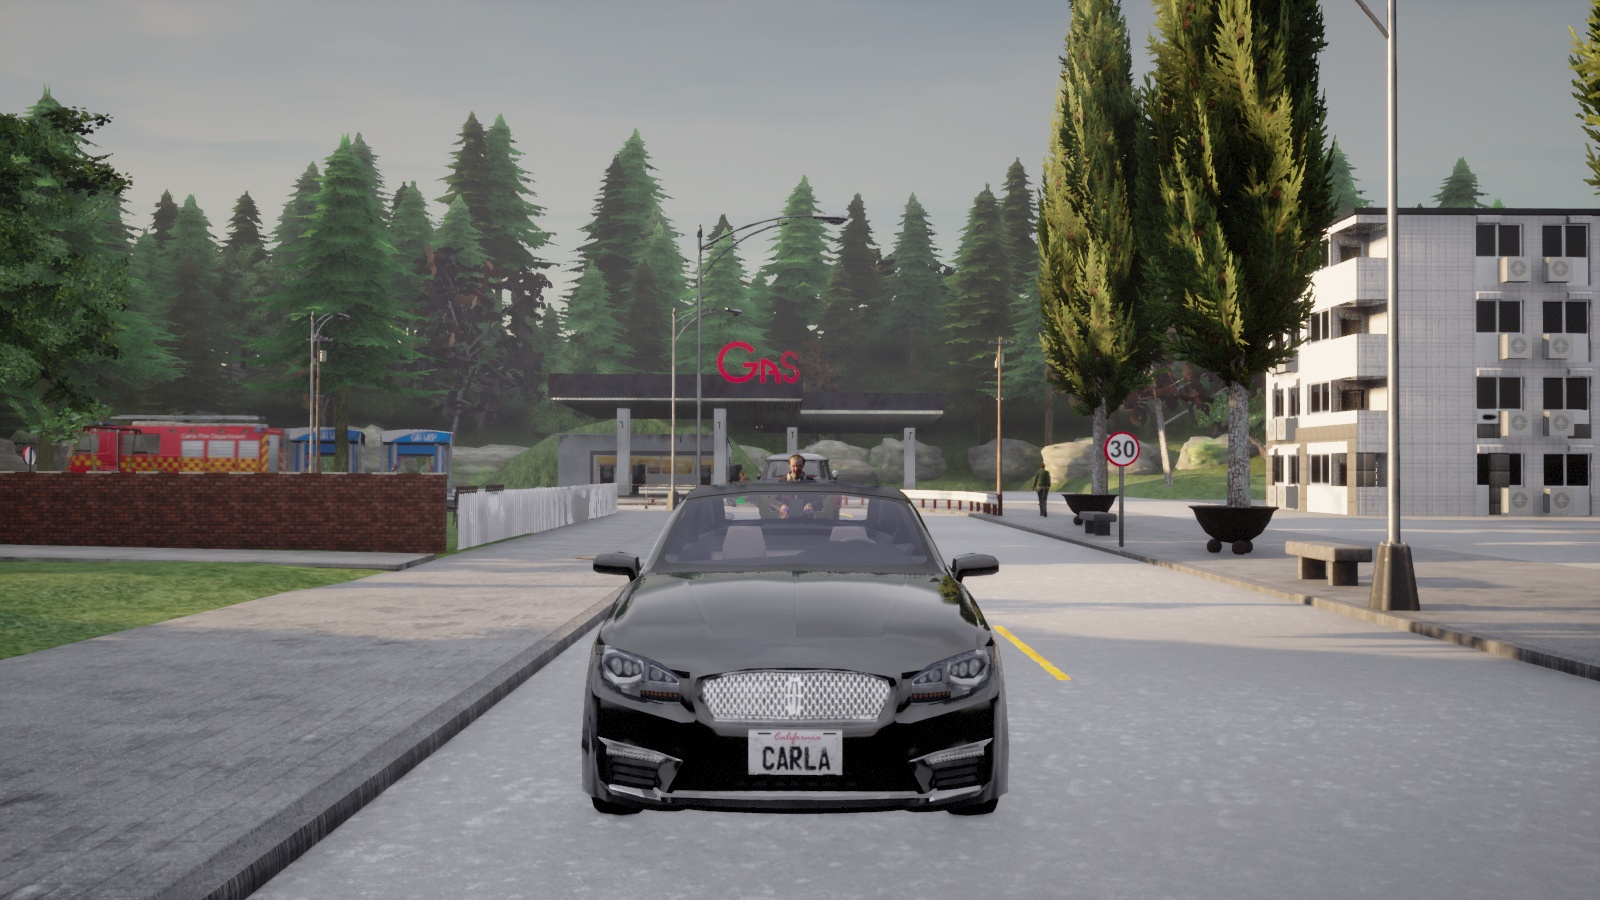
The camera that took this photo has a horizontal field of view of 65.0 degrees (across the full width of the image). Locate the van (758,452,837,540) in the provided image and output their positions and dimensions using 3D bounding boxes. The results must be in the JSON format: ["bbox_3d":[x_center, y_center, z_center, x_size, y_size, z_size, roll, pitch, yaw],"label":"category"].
[{"bbox_3d":[-0.066,1.082,30.718,1.775,1.987,4.442,0,-1,0],"label":"van"}]

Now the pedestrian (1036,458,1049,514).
[{"bbox_3d":[7.983,1.185,41.334,0.353,1.847,0.614,0,-1,8],"label":"pedestrian"}]

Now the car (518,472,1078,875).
[{"bbox_3d":[-0.017,0.892,7.230,2.128,1.511,4.902,0,-1,0],"label":"car"}]

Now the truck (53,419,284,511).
[{"bbox_3d":[-27.083,0.665,54.146,8.468,3.827,2.891,0,-1,0],"label":"truck"}]
